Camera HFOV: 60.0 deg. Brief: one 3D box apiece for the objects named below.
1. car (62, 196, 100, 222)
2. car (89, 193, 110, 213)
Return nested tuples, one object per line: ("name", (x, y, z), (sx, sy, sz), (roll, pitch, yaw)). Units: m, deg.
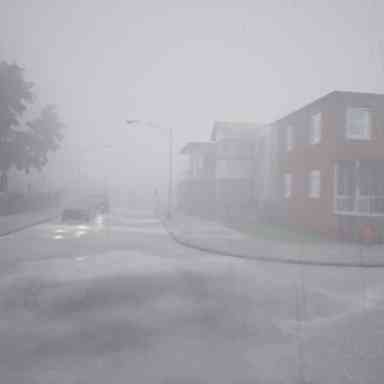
("car", (-8.549, 1.370, 25.438), (1.882, 1.535, 5.008), (1, 0, -9))
("car", (-10.196, 1.114, 35.921), (2.150, 2.045, 5.566), (1, 0, -6))
